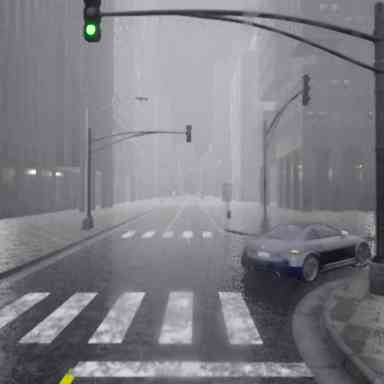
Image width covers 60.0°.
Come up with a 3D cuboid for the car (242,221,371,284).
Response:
[{"bbox_3d":[3.401,1.545,9.644,4.181,1.385,1.994,0,-1,-38],"label":"car"}]
